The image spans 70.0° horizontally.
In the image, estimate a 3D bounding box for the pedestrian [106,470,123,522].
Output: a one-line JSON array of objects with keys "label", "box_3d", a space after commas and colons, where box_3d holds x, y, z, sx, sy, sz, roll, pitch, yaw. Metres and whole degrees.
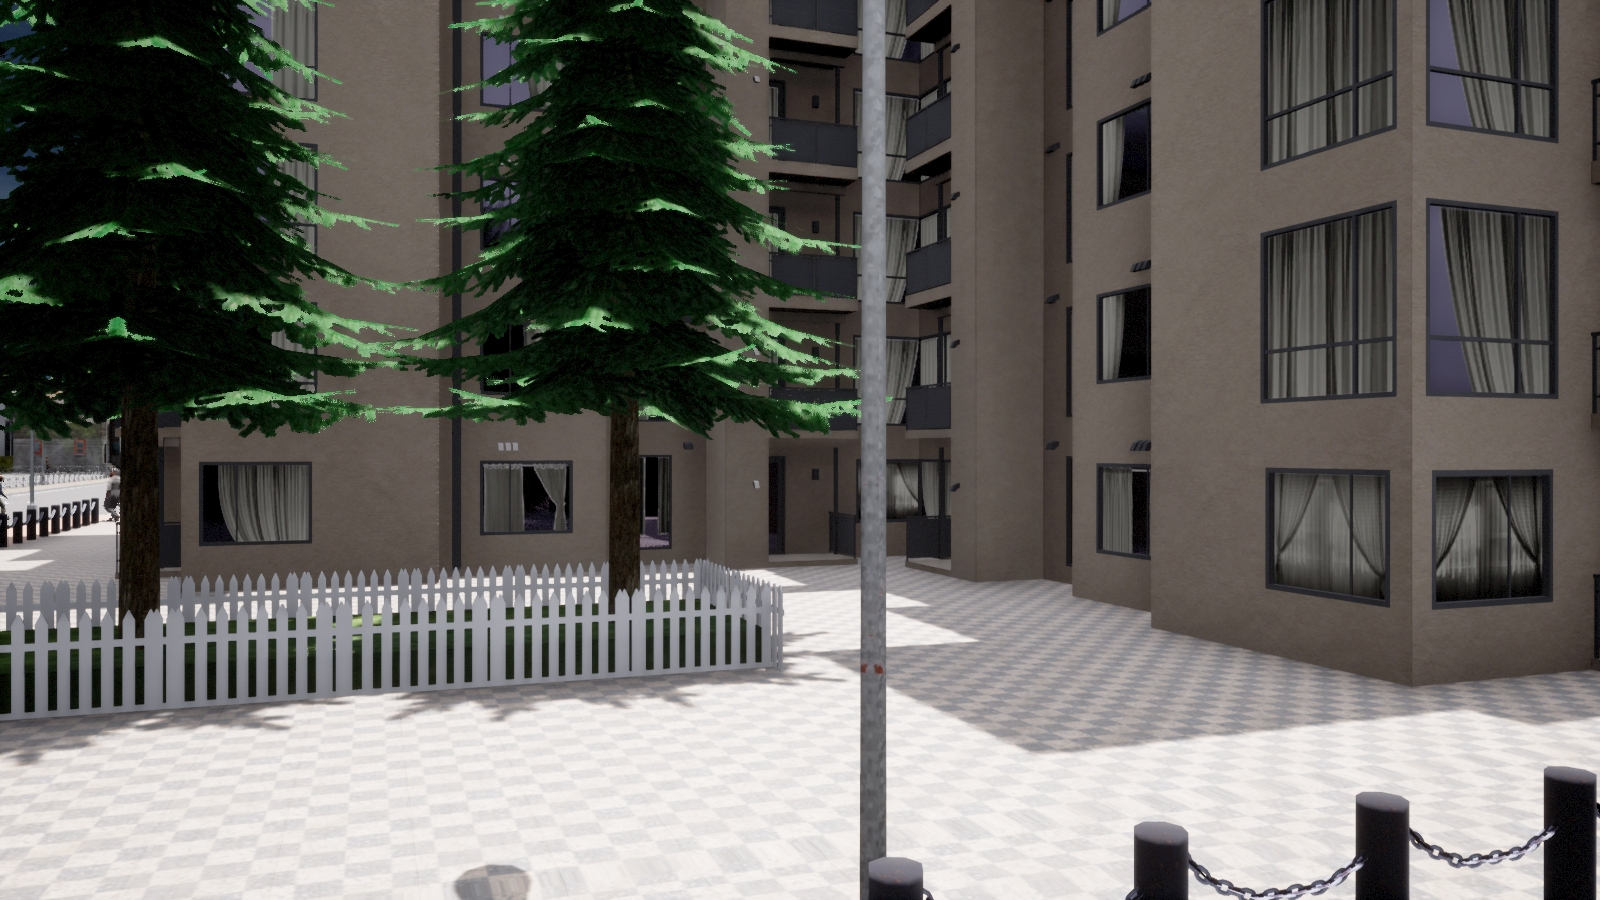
[{"label": "pedestrian", "box_3d": [-25.001, 1.677, 41.687, 0.375, 1.860, 0.375, 0, 0, 20]}]

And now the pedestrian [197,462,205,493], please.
[{"label": "pedestrian", "box_3d": [-36.663, 1.670, 69.928, 0.375, 1.860, 0.375, 0, 0, -25]}]

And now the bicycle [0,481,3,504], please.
[{"label": "bicycle", "box_3d": [-41.186, 2.180, 58.272, 0.329, 1.171, 1.835, 0, 0, -16]}]

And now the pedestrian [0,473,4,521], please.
[{"label": "pedestrian", "box_3d": [-31.345, 1.826, 44.616, 0.375, 1.860, 0.375, 0, 0, -23]}]
